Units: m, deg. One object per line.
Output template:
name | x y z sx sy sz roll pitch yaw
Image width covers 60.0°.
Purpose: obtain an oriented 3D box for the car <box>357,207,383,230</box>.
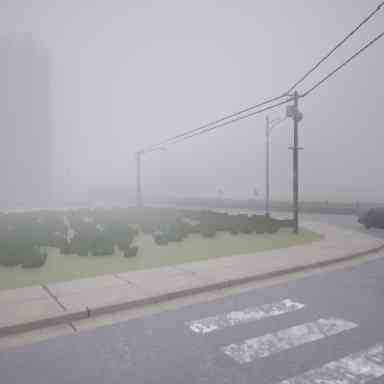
car | 11.296 1.561 18.710 2.033 1.411 5.357 0 0 3
